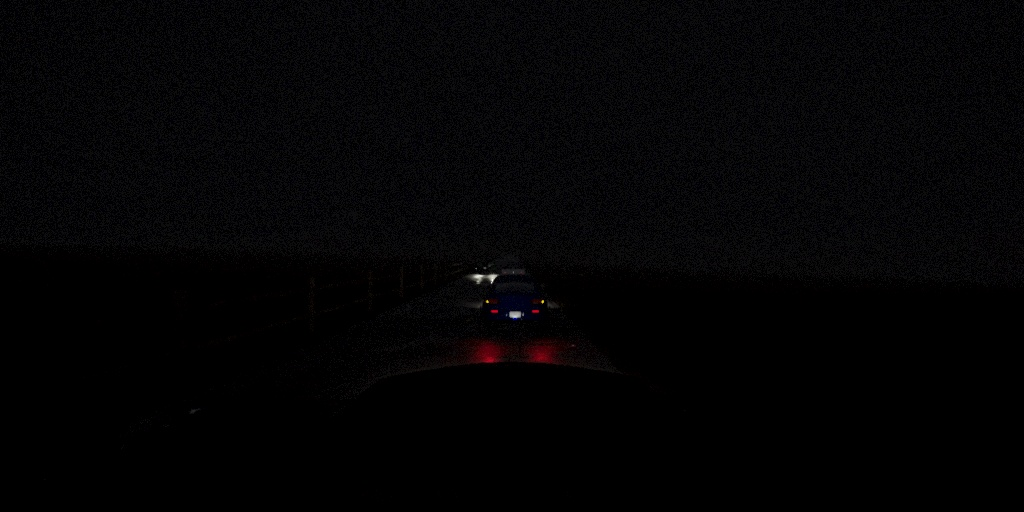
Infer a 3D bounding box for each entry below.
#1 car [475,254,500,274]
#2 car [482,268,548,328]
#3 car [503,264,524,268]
[{"bbox_3d":[-2.820,0.899,40.184,2.150,2.045,5.566,0,0,0],"label":"car"},{"bbox_3d":[0.083,1.299,11.326,1.812,1.442,4.674,0,0,0],"label":"car"},{"bbox_3d":[0.113,1.333,31.135,1.895,1.301,4.718,0,0,0],"label":"car"}]
